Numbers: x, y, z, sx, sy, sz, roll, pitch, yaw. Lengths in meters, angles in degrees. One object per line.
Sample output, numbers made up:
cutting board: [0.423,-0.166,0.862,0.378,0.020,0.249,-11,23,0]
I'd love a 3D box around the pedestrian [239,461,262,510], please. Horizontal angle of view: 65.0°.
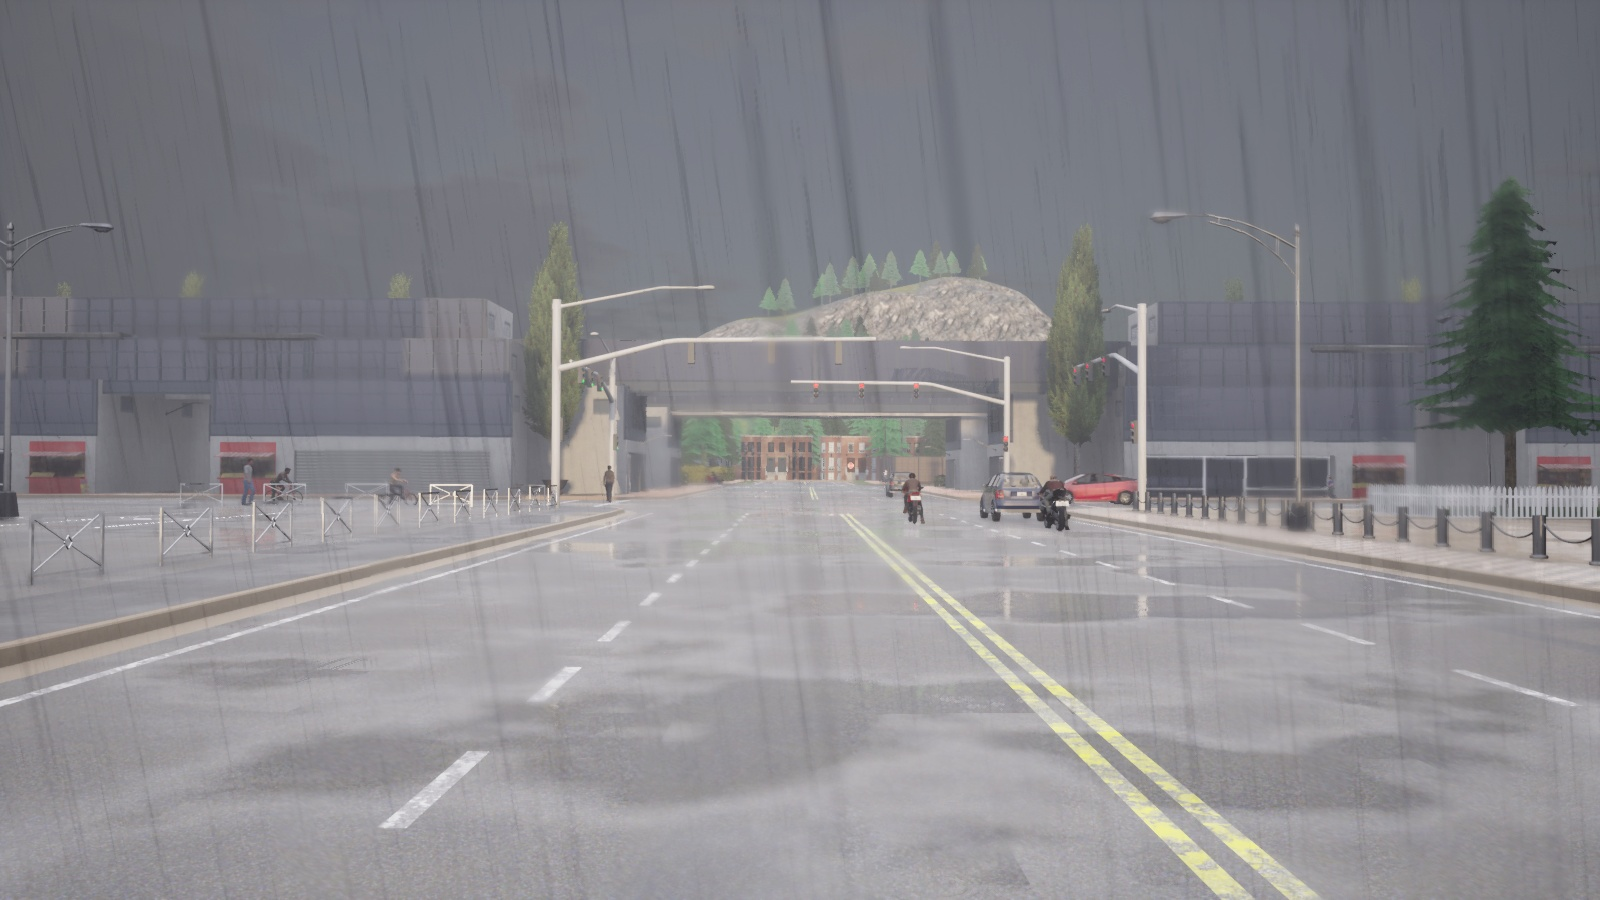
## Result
pedestrian: [-20.906,1.357,47.755,0.706,1.836,0.354,0,-1,0]

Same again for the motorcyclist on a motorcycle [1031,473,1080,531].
motorcyclist on a motorcycle: [6.913,1.394,34.125,0.866,1.530,2.191,0,-1,0]

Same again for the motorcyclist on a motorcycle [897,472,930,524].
motorcyclist on a motorcycle: [3.393,1.415,37.733,0.797,1.523,2.044,0,-1,0]

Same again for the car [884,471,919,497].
car: [6.137,2.047,76.321,1.789,1.549,3.705,0,-1,0]

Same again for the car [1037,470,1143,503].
car: [13.739,1.705,59.630,4.514,1.525,2.007,0,-1,-1]

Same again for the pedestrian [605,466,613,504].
pedestrian: [-9.108,1.648,59.935,0.328,1.805,0.869,0,-1,-14]

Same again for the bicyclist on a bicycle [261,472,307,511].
bicyclist on a bicycle: [-21.627,1.735,52.620,1.656,1.620,0.582,0,-1,1]

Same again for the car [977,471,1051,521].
car: [6.895,1.449,40.792,1.789,1.549,3.705,0,-1,0]
